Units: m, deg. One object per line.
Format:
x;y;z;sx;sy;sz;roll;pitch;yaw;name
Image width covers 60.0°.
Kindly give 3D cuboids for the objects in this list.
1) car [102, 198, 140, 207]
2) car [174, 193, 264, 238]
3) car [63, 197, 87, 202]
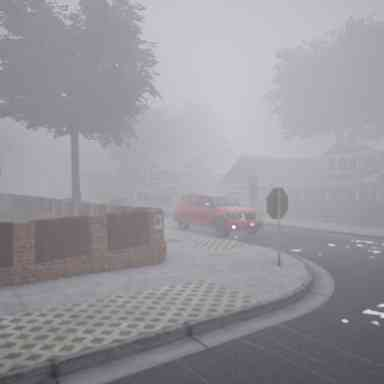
-5.853;1.225;27.330;2.128;1.511;4.902;0;1;-35;car
1.177;1.096;17.430;2.150;2.045;5.566;0;1;-35;car
-13.608;1.175;38.225;1.895;1.301;4.718;0;1;-35;car
